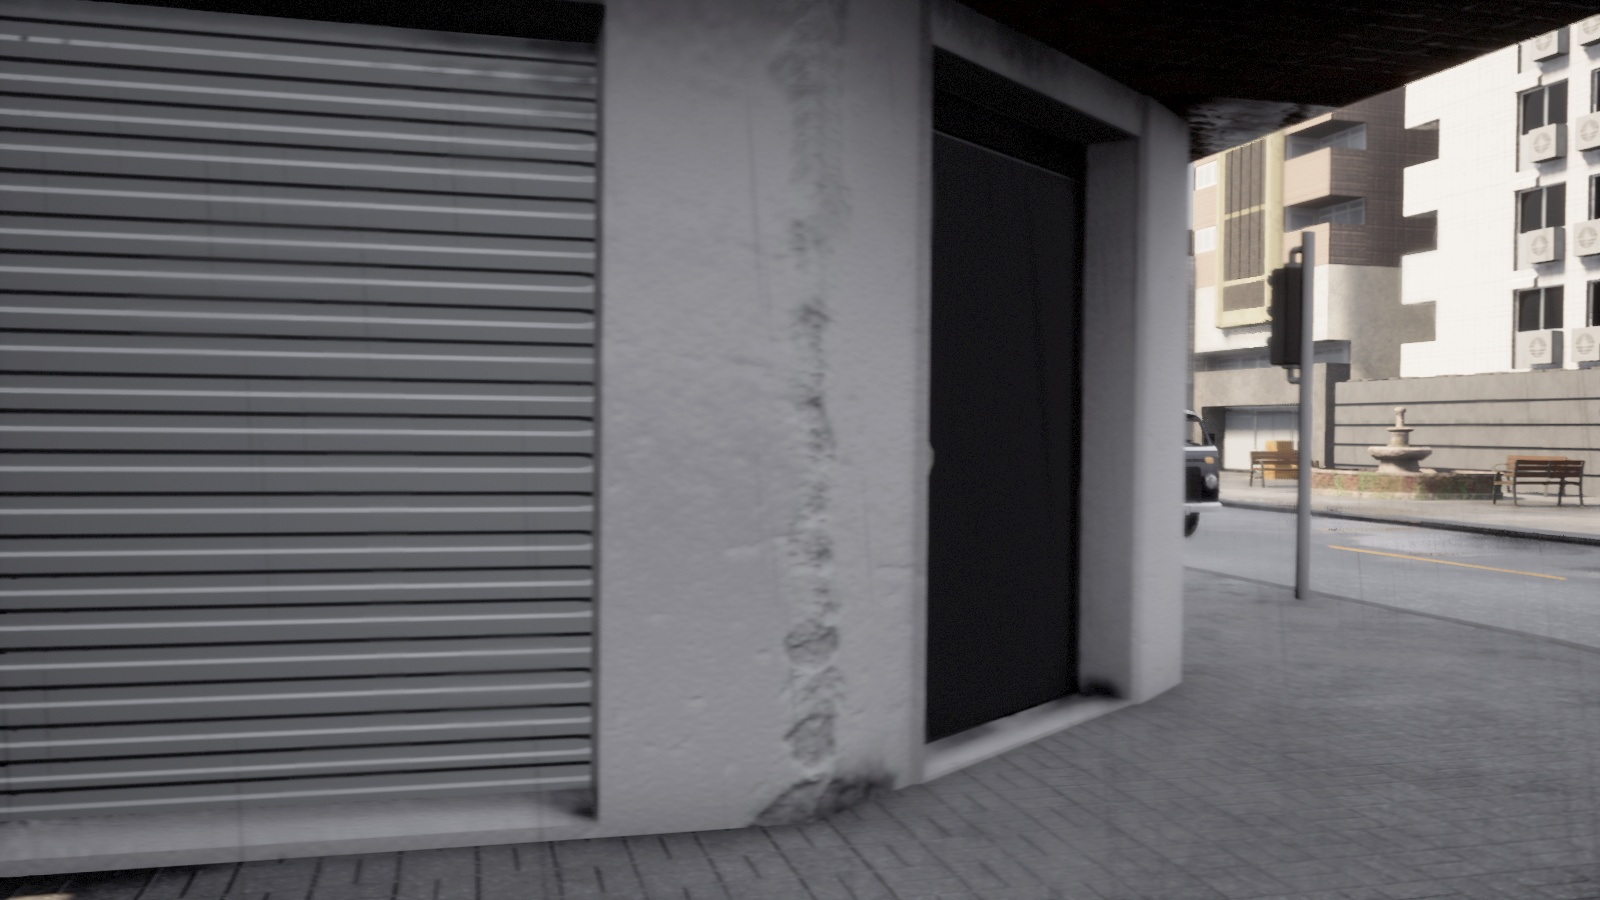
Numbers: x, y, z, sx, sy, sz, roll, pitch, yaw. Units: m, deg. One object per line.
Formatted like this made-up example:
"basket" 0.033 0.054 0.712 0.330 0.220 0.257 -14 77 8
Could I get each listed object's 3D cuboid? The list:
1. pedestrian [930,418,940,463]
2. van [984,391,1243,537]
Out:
"pedestrian" 5.805 -0.410 53.996 0.396 1.930 0.692 -1 1 3
"van" 4.779 0.154 19.934 2.069 2.038 4.480 -1 1 -15
